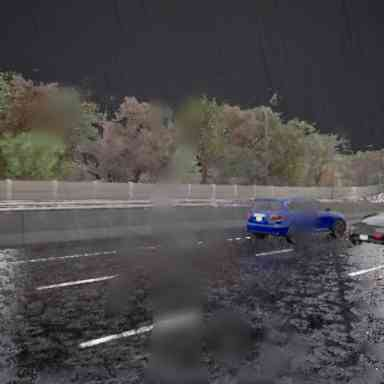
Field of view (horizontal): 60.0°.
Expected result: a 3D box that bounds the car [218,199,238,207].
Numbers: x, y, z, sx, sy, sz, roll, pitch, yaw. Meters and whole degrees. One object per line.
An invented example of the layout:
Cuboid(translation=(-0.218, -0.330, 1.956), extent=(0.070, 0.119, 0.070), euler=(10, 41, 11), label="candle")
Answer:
Cuboid(translation=(5.642, 1.700, 38.096), extent=(4.718, 1.301, 1.895), euler=(0, 0, -35), label="car")

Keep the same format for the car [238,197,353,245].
Cuboid(translation=(5.094, 1.265, 15.978), extent=(5.566, 2.045, 2.150), euler=(0, 0, -35), label="car")

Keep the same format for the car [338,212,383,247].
Cuboid(translation=(8.461, 1.576, 14.083), extent=(4.674, 1.442, 1.812), euler=(0, 0, -35), label="car")

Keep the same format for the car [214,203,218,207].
Cuboid(translation=(4.956, 1.599, 41.902), extent=(4.902, 1.511, 2.128), euler=(1, 0, -35), label="car")

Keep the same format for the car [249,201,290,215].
Cuboid(translation=(8.374, 1.668, 35.737), extent=(4.181, 1.385, 1.994), euler=(0, 0, -35), label="car")
